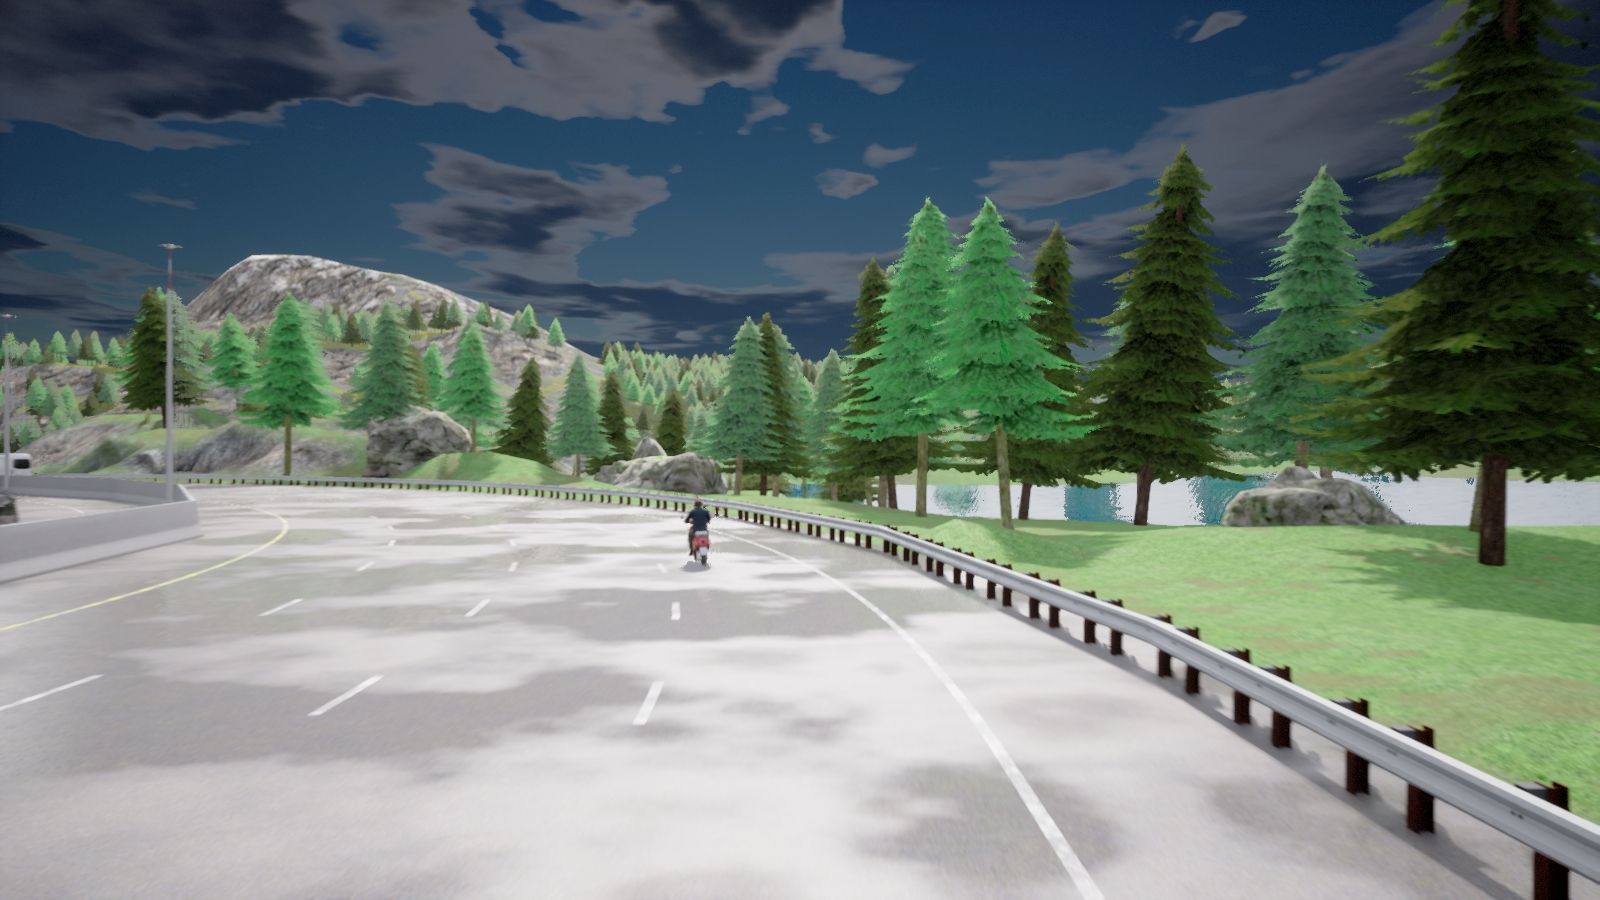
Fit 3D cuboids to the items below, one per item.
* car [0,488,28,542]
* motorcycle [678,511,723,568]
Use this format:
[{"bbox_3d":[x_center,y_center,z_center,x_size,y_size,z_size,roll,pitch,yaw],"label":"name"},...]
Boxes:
[{"bbox_3d":[-26.100,2.055,36.083,2.007,1.525,4.514,0,0,-23],"label":"car"},{"bbox_3d":[-2.473,2.199,28.276,0.856,1.236,1.805,-2,0,-12],"label":"motorcycle"}]
